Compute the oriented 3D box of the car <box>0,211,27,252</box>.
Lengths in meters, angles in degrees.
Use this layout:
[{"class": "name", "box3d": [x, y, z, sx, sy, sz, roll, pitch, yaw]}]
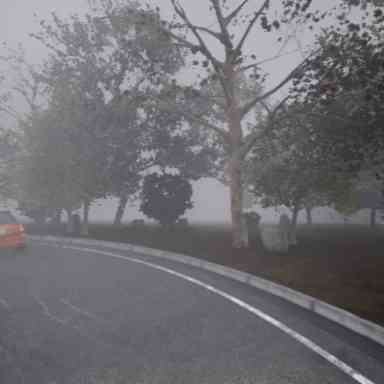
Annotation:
[{"class": "car", "box3d": [-8.611, 1.486, 12.979, 4.553, 1.767, 2.097, -1, 0, 31]}]
